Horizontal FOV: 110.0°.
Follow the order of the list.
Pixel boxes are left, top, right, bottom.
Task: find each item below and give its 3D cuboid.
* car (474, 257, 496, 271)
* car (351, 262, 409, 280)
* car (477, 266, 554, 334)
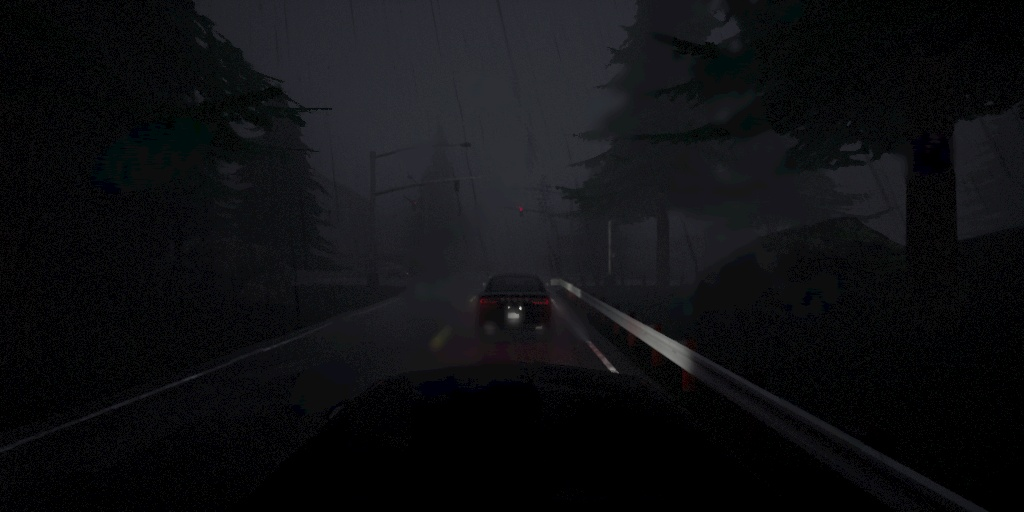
[{"bbox_3d":[-3.358,1.170,45.192,1.882,1.535,5.008,0,1,0],"label":"car"},{"bbox_3d":[-11.054,1.222,30.079,4.674,1.442,1.812,0,0,2],"label":"car"},{"bbox_3d":[0.101,1.216,10.568,1.882,1.535,5.008,0,0,1],"label":"car"}]
